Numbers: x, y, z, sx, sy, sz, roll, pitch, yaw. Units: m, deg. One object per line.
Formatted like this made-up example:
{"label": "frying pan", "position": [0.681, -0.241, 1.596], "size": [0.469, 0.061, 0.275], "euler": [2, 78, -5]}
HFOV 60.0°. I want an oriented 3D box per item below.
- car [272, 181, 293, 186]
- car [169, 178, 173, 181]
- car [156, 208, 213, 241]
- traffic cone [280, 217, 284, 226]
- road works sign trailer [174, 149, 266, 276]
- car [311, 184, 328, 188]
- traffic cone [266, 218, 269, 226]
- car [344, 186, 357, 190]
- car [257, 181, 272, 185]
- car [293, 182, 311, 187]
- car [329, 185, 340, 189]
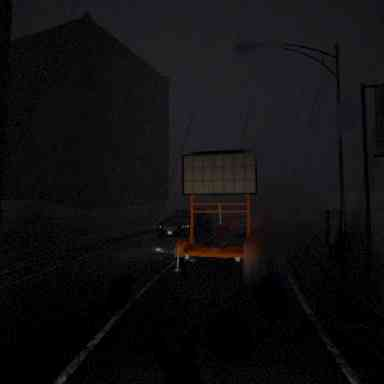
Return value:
{"label": "car", "position": [19.338, -1.553, 74.307], "size": [5.008, 1.535, 2.097], "euler": [2, -5, -25]}
{"label": "car", "position": [-5.965, -2.461, 63.432], "size": [4.553, 1.767, 2.185], "euler": [2, -5, -23]}
{"label": "car", "position": [-0.253, 1.619, 17.540], "size": [2.128, 1.511, 4.902], "euler": [-2, -1, 18]}
{"label": "traffic cone", "position": [6.112, 2.031, 22.681], "size": [0.340, 0.580, 0.340], "euler": [-2, -1, 17]}
{"label": "road works sign trailer", "position": [0.917, 0.487, 10.640], "size": [2.380, 3.560, 2.880], "euler": [-1, 0, 17]}
{"label": "car", "position": [29.372, -1.112, 79.378], "size": [4.792, 1.488, 2.163], "euler": [2, -5, -27]}
{"label": "traffic cone", "position": [5.161, 2.062, 22.969], "size": [0.340, 0.580, 0.340], "euler": [-2, -1, 16]}
{"label": "car", "position": [38.916, -0.706, 84.712], "size": [4.892, 1.521, 2.231], "euler": [3, -5, -30]}
{"label": "car", "position": [14.309, -1.702, 71.967], "size": [4.674, 1.452, 2.002], "euler": [2, -5, -24]}
{"label": "car", "position": [24.294, -1.480, 76.749], "size": [4.553, 1.767, 2.185], "euler": [2, -5, -26]}
{"label": "car", "position": [34.215, -0.887, 82.016], "size": [4.674, 1.452, 2.002], "euler": [3, -5, -29]}
